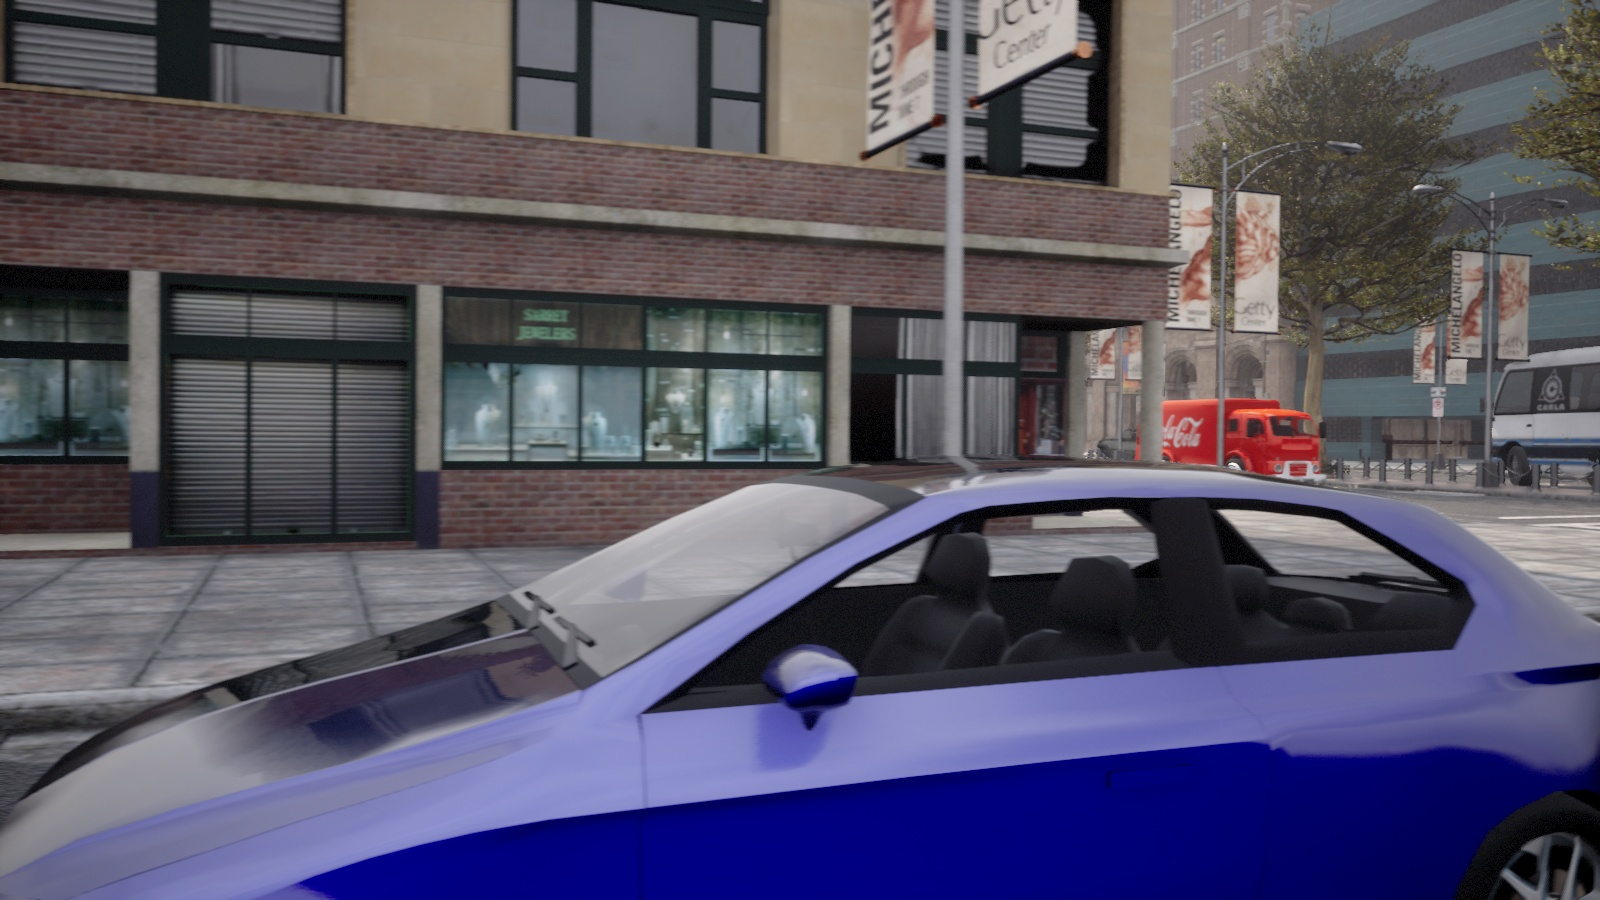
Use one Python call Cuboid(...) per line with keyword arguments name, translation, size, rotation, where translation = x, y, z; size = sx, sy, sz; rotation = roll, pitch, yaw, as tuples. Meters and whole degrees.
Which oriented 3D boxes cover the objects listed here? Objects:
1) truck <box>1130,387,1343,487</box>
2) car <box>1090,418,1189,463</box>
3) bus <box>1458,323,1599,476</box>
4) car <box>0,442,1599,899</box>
Cuboid(name="truck", translation=(11.546, -0.366, 33.686), size=(2.627, 2.467, 5.204), rotation=(-1, 1, -21))
Cuboid(name="car", translation=(15.146, -0.466, 56.228), size=(1.932, 1.855, 4.605), rotation=(-1, 2, -21))
Cuboid(name="bus", translation=(24.038, -1.433, 36.089), size=(3.944, 4.253, 10.273), rotation=(-1, 0, -6))
Cuboid(name="car", translation=(0.281, 0.754, 3.346), size=(4.193, 1.474, 1.816), rotation=(-1, 1, -21))
